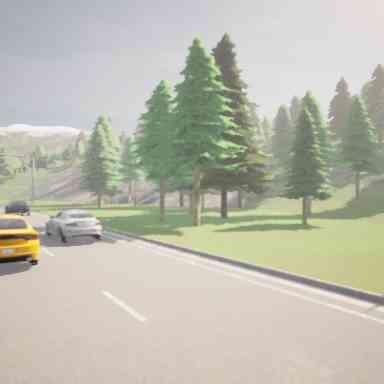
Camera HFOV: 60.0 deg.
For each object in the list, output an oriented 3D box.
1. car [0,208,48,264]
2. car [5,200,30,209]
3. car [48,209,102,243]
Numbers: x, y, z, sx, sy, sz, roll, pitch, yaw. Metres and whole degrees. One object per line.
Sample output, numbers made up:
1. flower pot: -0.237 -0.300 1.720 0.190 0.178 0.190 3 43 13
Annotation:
1. car: -6.493 1.505 11.249 1.882 1.535 5.008 1 -1 -34
2. car: -17.727 1.596 33.780 1.837 1.490 4.892 1 0 -35
3. car: -5.956 1.588 16.647 1.812 1.442 4.674 1 0 -34
